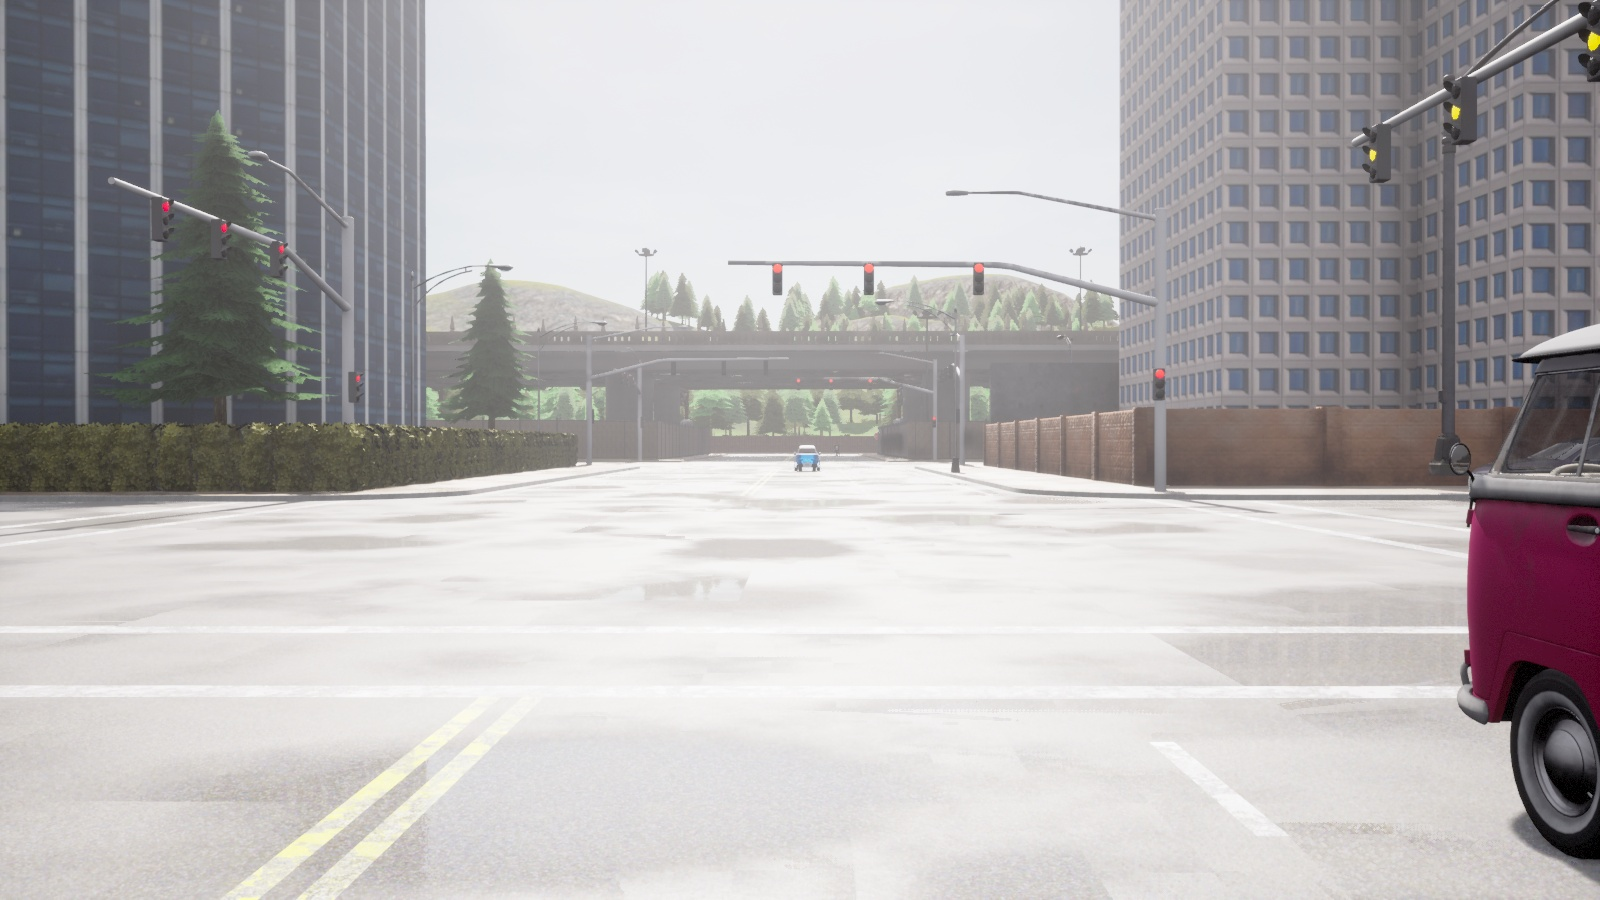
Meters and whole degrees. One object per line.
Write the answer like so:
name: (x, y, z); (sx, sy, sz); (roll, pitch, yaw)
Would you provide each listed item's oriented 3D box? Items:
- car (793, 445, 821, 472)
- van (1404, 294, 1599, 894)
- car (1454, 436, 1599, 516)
car: (0.383, 0.426, 66.471); (1.481, 1.376, 2.207); (0, 1, 0)
van: (3.533, 0.483, 3.300); (1.775, 1.987, 4.442); (0, 0, 0)
car: (17.088, 0.537, 27.131); (4.856, 1.649, 2.033); (0, 0, 1)
